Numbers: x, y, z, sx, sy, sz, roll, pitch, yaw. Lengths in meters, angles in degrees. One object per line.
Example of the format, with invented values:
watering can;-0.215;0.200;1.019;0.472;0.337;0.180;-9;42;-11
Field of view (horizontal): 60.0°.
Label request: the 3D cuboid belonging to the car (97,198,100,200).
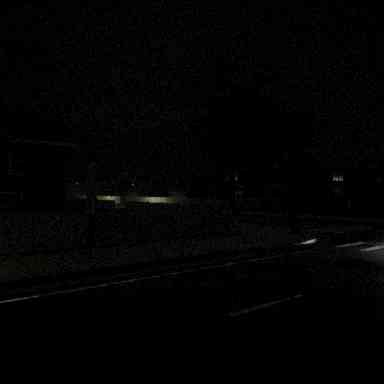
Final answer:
car;-16.039;1.654;54.243;1.994;1.385;4.181;0;0;-35
